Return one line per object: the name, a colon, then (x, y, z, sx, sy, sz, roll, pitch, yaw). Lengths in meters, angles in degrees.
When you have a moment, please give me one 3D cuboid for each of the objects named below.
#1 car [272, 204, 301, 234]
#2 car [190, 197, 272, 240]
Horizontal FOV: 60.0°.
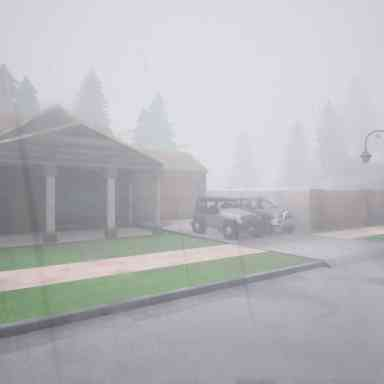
car: (3.394, 1.174, 17.735, 1.932, 1.855, 4.605, 0, 0, -36)
car: (1.575, 1.176, 15.957, 1.905, 1.878, 3.866, 0, 0, -36)
